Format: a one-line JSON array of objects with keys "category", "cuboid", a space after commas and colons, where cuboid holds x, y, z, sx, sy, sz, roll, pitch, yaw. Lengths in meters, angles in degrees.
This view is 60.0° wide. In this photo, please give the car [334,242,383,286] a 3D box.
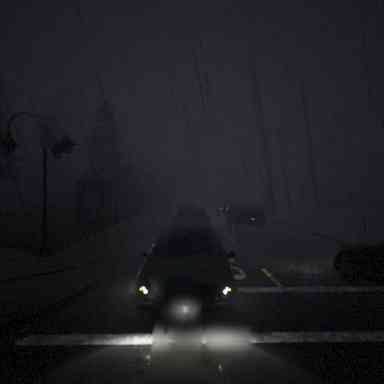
[{"category": "car", "cuboid": [5.101, 1.532, 6.962, 1.812, 1.442, 4.674, 0, 0, -16]}]

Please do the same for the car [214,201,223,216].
[{"category": "car", "cuboid": [3.195, 1.548, 32.826, 2.033, 1.411, 5.357, 0, 0, -1]}]

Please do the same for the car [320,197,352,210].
[{"category": "car", "cuboid": [17.199, 1.344, 40.693, 2.007, 1.523, 4.514, 0, 0, -1]}]

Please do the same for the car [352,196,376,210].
[{"category": "car", "cuboid": [20.335, 1.336, 40.798, 2.152, 1.636, 5.027, 0, 0, -1]}]

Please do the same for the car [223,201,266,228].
[{"category": "car", "cuboid": [3.553, 1.480, 22.535, 1.882, 1.535, 5.008, 0, 0, -3]}]

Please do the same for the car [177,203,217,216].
[{"category": "car", "cuboid": [-0.008, 1.550, 18.321, 2.033, 1.411, 5.357, 0, 0, -1]}]

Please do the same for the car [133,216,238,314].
[{"category": "car", "cuboid": [-0.058, 1.552, 8.114, 2.033, 1.411, 5.357, 0, 0, 1]}]
